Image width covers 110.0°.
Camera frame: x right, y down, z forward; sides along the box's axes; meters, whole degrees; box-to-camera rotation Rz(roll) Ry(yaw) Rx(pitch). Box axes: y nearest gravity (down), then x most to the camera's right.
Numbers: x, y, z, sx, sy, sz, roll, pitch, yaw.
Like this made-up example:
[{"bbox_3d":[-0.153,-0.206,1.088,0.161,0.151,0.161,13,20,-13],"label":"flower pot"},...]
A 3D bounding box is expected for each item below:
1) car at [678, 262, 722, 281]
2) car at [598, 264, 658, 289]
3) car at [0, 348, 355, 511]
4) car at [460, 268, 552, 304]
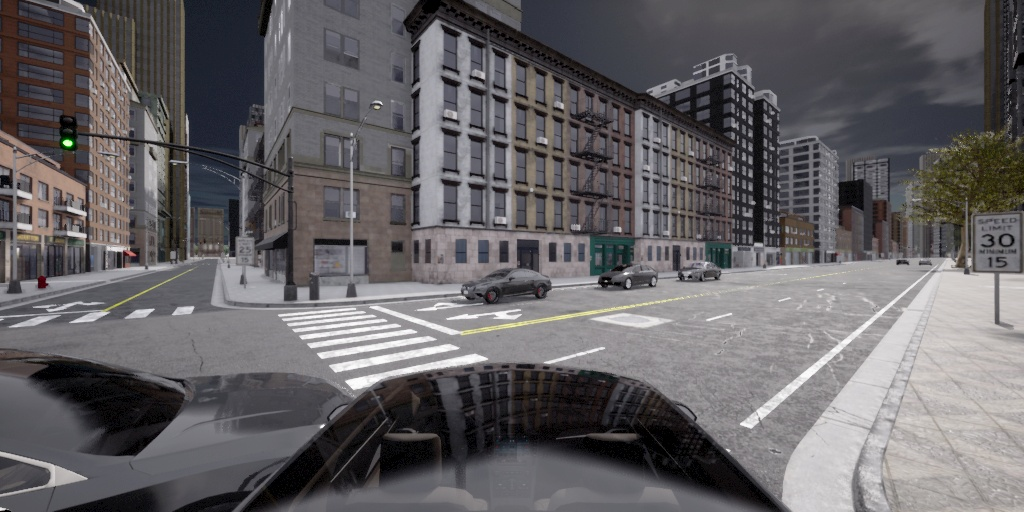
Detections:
[{"bbox_3d":[15.463,1.232,29.477,4.902,1.511,2.128,0,0,-39],"label":"car"},{"bbox_3d":[7.497,1.255,22.953,4.892,1.490,1.837,0,0,-39],"label":"car"},{"bbox_3d":[-3.234,1.257,1.683,4.892,1.490,1.837,0,0,-35],"label":"car"},{"bbox_3d":[-0.152,1.285,16.676,4.674,1.442,1.812,0,0,-39],"label":"car"}]
